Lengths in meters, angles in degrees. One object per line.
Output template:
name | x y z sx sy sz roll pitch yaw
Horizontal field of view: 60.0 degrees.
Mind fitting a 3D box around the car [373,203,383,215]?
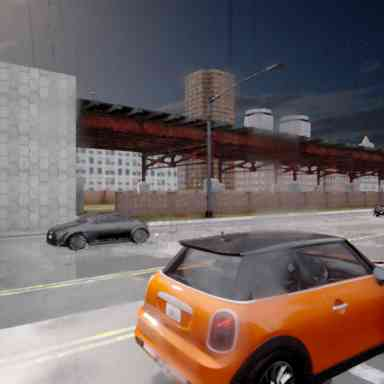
car | 18.122 1.503 29.766 4.892 1.490 1.837 0 0 -35

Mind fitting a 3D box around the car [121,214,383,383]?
car | 1.560 1.352 4.860 4.553 1.767 2.097 0 0 -34

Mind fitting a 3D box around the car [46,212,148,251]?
car | -3.884 1.563 14.115 4.181 1.385 1.994 0 0 -35
